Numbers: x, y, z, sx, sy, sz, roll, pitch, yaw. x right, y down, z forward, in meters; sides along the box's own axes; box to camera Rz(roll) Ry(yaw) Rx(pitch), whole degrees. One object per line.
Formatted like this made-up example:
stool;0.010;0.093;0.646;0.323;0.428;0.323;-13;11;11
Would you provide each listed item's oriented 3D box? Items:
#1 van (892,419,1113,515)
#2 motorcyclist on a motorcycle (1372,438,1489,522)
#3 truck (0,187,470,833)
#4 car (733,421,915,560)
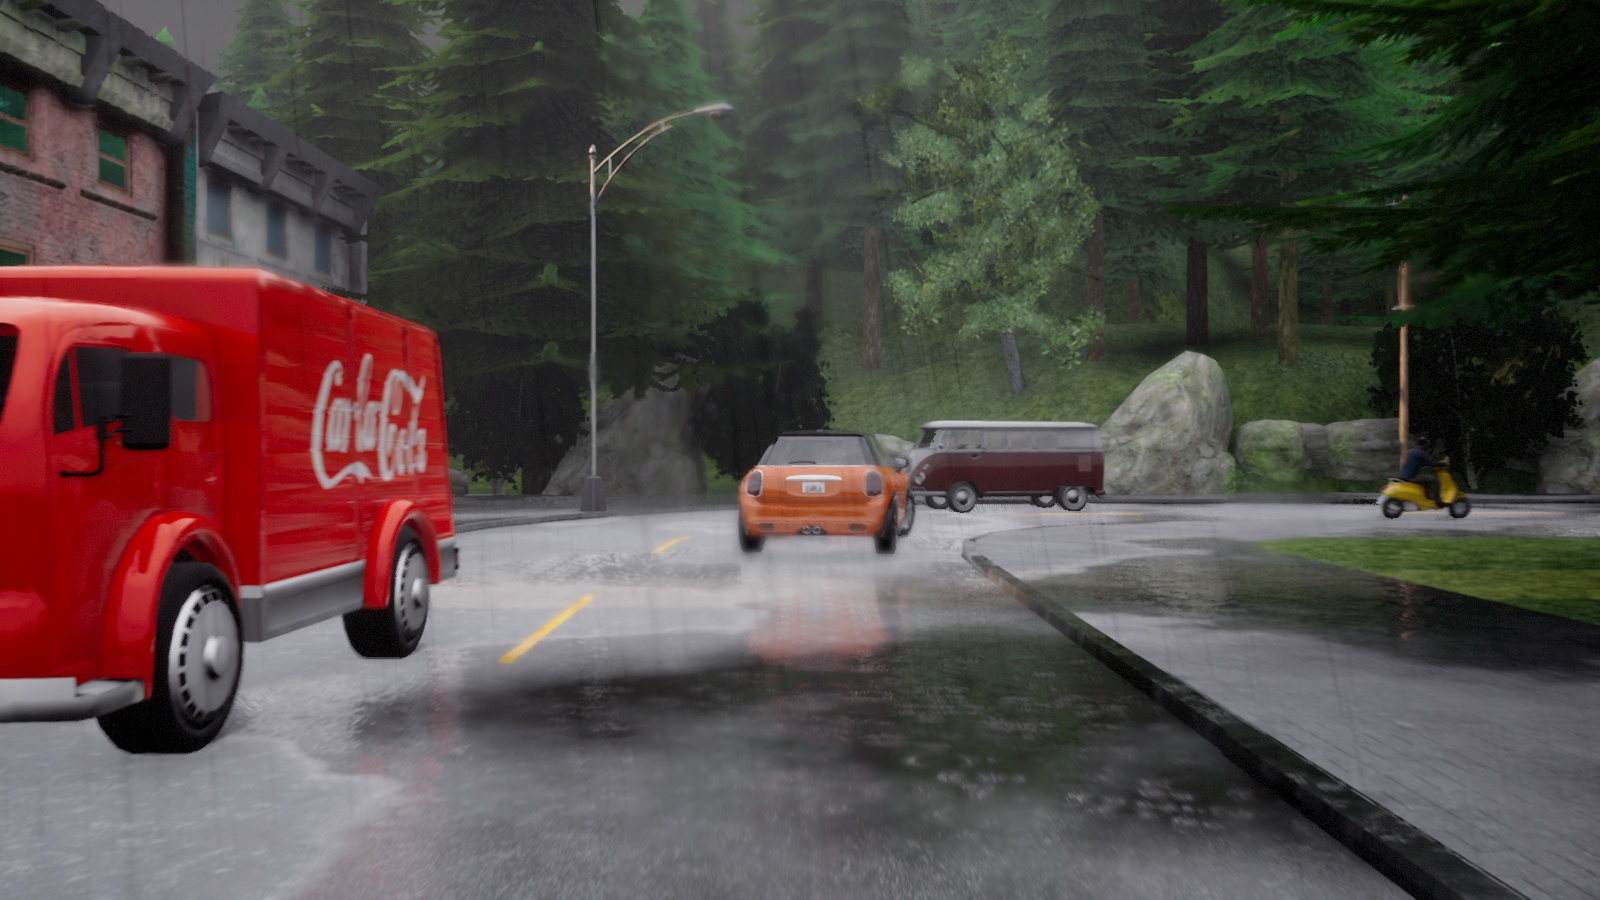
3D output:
van;4.401;0.349;27.533;4.442;1.987;1.775;0;0;-14
motorcyclist on a motorcycle;12.179;0.573;24.291;1.817;1.590;0.866;0;0;-2
truck;-3.947;0.215;7.403;2.627;2.467;5.204;0;0;0
car;0.503;0.503;18.425;2.097;1.767;4.553;0;0;9
